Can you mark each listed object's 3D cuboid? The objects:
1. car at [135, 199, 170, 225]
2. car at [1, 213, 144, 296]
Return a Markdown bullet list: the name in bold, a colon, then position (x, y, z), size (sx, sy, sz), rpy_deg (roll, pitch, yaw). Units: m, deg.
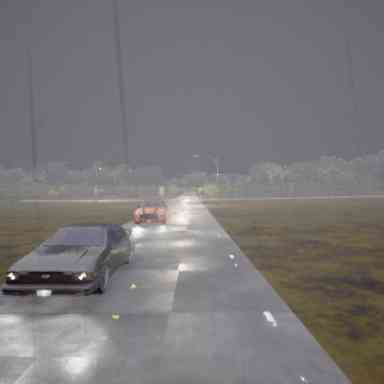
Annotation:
- **car**: position (-2.772, 1.313, 23.889), size (2.097, 1.767, 4.553), rpy_deg (0, 0, 1)
- **car**: position (-2.800, 1.539, 8.999), size (2.033, 1.411, 5.357), rpy_deg (0, 0, 1)
